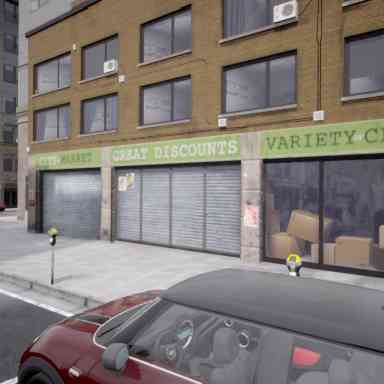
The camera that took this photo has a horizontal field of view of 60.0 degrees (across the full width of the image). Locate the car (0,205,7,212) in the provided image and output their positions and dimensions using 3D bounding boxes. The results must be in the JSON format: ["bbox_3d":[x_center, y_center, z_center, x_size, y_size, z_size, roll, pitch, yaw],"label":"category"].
[{"bbox_3d":[-19.405,1.458,29.761,1.895,1.301,4.718,1,1,34],"label":"car"}]

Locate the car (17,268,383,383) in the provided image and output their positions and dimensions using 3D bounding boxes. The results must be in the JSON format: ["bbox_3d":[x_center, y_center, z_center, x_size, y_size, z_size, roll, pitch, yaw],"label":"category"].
[{"bbox_3d":[0.261,1.440,2.879,4.097,1.590,1.967,0,1,35],"label":"car"}]
